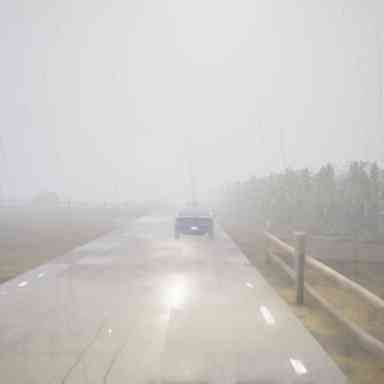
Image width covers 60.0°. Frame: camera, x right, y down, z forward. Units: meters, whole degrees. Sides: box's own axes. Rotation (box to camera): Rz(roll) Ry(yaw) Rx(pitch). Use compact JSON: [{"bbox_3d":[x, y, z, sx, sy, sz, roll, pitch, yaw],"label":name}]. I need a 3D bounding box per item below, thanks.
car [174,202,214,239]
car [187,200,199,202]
[{"bbox_3d":[0.099,1.510,17.678,1.882,1.535,5.008,0,0,0],"label":"car"},{"bbox_3d":[0.098,1.670,38.044,2.128,1.511,4.902,0,-1,0],"label":"car"}]
